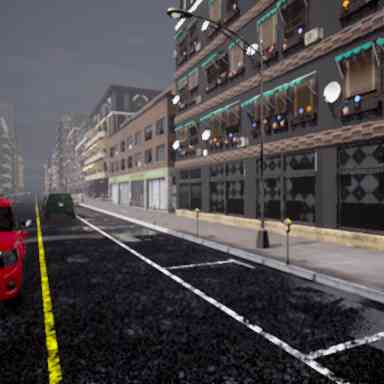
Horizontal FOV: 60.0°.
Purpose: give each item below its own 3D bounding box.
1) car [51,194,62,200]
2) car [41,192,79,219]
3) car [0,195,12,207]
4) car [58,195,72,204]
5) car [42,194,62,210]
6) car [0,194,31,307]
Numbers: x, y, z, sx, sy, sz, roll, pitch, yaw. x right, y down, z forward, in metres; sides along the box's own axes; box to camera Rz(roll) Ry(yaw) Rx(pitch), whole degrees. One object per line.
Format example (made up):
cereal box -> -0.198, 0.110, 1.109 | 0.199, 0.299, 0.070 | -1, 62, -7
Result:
car -> -30.360, 1.074, 74.594 | 2.008, 1.369, 4.403 | 0, 0, -25
car -> -11.089, 1.048, 27.704 | 2.150, 2.045, 5.566 | 0, 1, -25
car -> -25.902, 1.180, 45.537 | 1.967, 1.590, 4.097 | 0, 0, -25
car -> -20.731, 1.195, 54.210 | 1.887, 1.381, 4.507 | 0, 0, -25
car -> -16.890, 1.101, 39.964 | 2.097, 1.767, 4.553 | 0, 0, -25
car -> -5.049, 1.180, 7.691 | 2.150, 2.045, 5.566 | 0, 0, -25
